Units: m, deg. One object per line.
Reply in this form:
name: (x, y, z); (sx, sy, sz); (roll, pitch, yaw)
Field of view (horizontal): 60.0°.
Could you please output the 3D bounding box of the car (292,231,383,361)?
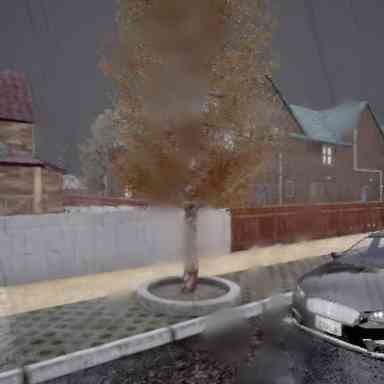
car: (3.766, 1.469, 5.761); (4.902, 1.511, 2.128); (0, 0, -36)
